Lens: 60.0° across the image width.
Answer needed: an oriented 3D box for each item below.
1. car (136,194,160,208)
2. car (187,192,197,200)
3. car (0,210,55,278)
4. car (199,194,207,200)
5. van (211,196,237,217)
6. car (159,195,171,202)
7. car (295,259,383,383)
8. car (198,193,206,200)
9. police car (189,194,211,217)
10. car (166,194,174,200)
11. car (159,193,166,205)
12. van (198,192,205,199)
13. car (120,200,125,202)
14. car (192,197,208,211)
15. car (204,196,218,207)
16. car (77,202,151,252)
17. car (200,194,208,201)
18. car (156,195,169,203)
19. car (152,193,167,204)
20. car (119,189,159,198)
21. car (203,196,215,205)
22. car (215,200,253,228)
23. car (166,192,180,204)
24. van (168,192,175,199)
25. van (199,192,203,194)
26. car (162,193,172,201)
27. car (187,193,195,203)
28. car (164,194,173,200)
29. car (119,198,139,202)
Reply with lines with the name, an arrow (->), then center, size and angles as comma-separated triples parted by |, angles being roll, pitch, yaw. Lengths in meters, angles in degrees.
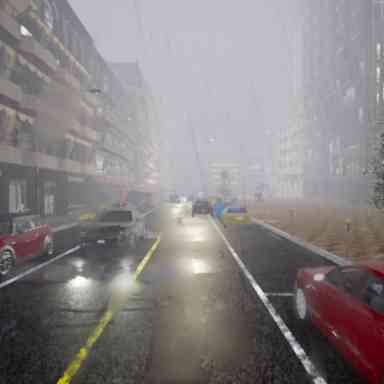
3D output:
car -> -5.699, 1.367, 42.920 | 1.887, 1.381, 4.507 | 0, 0, 0
car -> -0.004, 0.935, 79.351 | 2.097, 1.767, 4.553 | 0, 0, 0
car -> -5.697, 1.395, 9.760 | 1.967, 1.590, 4.097 | 0, 0, 0
car -> 2.678, 1.266, 81.607 | 1.947, 1.339, 4.313 | 0, 0, 0
van -> 2.682, 1.225, 26.339 | 1.690, 1.788, 3.998 | 0, 0, 0
car -> -5.701, 1.282, 70.553 | 2.008, 1.369, 4.403 | 0, 0, 0
car -> 2.685, 1.525, 4.234 | 1.887, 1.381, 4.507 | 0, 0, 0
car -> 2.677, 1.126, 87.132 | 1.967, 1.590, 4.097 | 0, 0, 0
police car -> 0.898, 1.298, 29.447 | 1.930, 1.638, 5.238 | 0, 0, 0
car -> -5.702, 1.231, 87.132 | 1.887, 1.381, 4.507 | 0, 0, 0
car -> -5.700, 1.311, 53.803 | 1.752, 1.417, 4.829 | 0, 0, 0
van -> 2.676, 1.013, 92.660 | 1.690, 1.788, 3.998 | 0, 0, 0
car -> -5.697, 1.433, 20.643 | 1.752, 1.417, 4.829 | 0, 0, 0
car -> 0.897, 1.341, 39.338 | 1.837, 1.490, 4.892 | 0, 0, 0
car -> 2.681, 1.328, 48.617 | 1.752, 1.417, 4.829 | 0, 0, 0
car -> -3.102, 1.414, 13.843 | 1.882, 1.535, 5.008 | 0, 0, 0
car -> 2.679, 1.240, 76.249 | 1.752, 1.417, 4.829 | 0, 0, 0
car -> -5.700, 1.299, 65.026 | 2.008, 1.369, 4.403 | 0, 0, 0
car -> -5.702, 1.081, 59.499 | 2.192, 1.841, 5.009 | 0, 0, 0
car -> -7.394, 0.780, 44.684 | 2.045, 2.150, 5.566 | 17, 5, 29
car -> 2.680, 1.367, 53.974 | 1.802, 1.307, 4.206 | 0, 0, 0
car -> 2.684, 1.432, 20.984 | 1.752, 1.417, 4.829 | 0, 0, 0
car -> -3.060, 1.131, 55.723 | 2.097, 1.767, 4.553 | 0, 0, 0
van -> -5.705, 1.014, 92.659 | 1.690, 1.788, 3.998 | 0, 0, 0
van -> 2.678, 1.073, 70.553 | 1.690, 1.788, 3.998 | 0, 0, 0
car -> -5.702, 1.156, 76.078 | 1.967, 1.590, 4.097 | 0, 0, 0
car -> -0.005, 1.250, 63.725 | 1.837, 1.490, 4.892 | 0, 0, 0
car -> -5.702, 1.266, 81.606 | 1.947, 1.339, 4.313 | 0, 0, 0
car -> -5.697, 1.429, 26.339 | 1.887, 1.381, 4.507 | 0, 0, 0
